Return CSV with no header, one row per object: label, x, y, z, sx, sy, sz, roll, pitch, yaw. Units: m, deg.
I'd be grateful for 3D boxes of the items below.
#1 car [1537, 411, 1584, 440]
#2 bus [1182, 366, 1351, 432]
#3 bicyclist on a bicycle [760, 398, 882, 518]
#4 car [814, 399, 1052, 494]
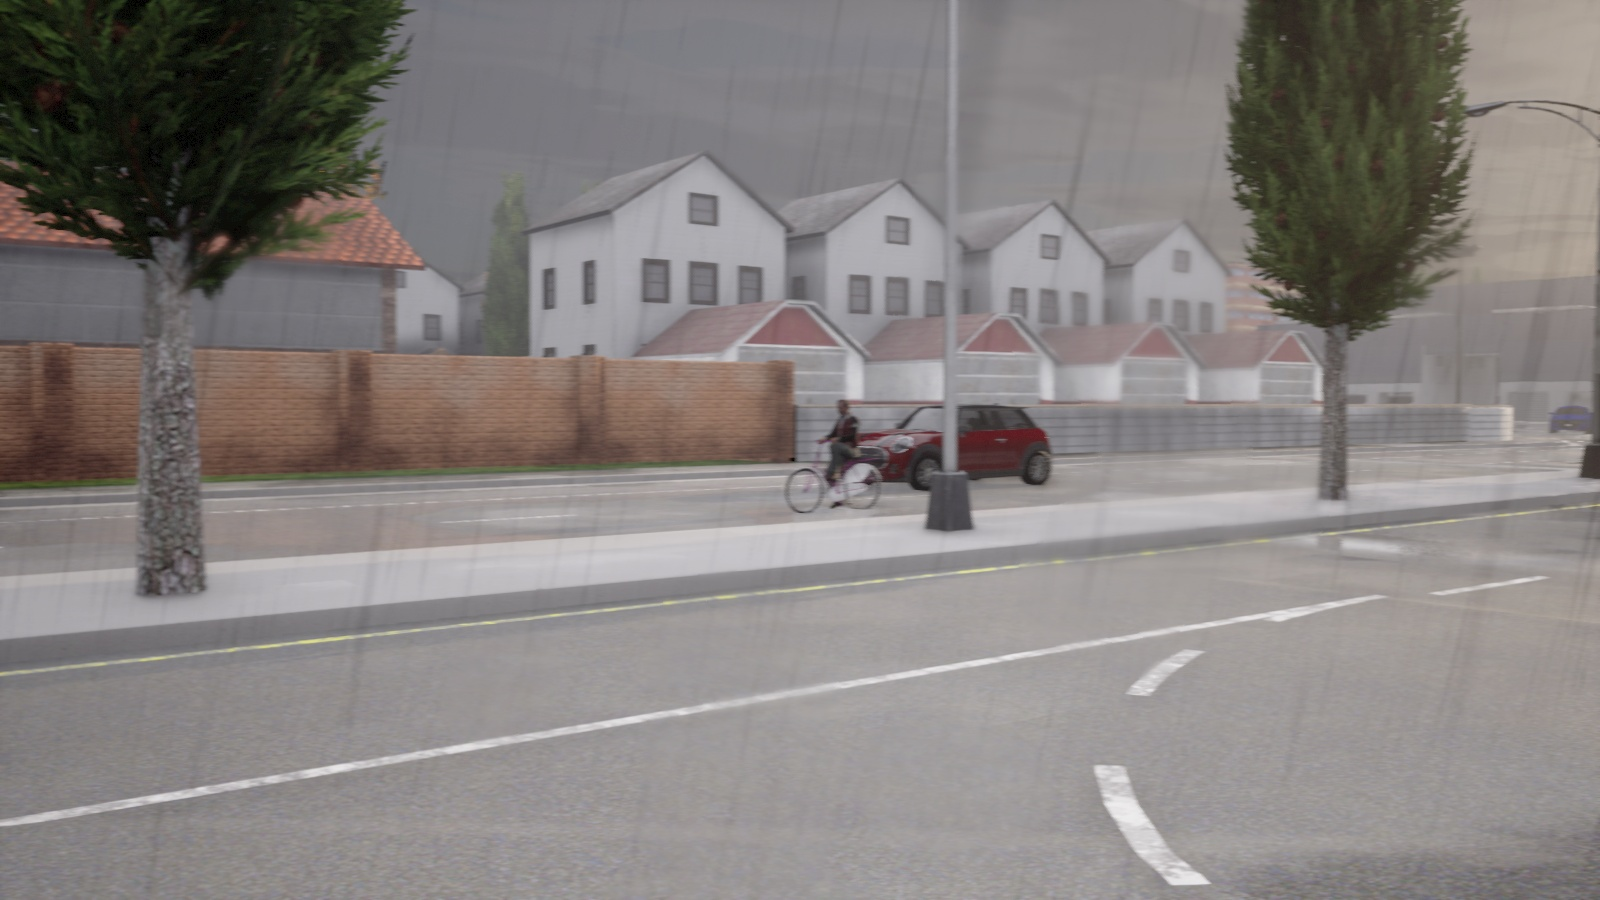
car,41.820,-1.365,69.014,1.882,1.535,5.008,2,3,35
bus,31.494,-3.470,85.435,3.944,4.253,10.273,-1,3,-35
bicyclist on a bicycle,0.332,0.100,19.465,1.843,1.776,0.659,-1,3,-36
car,2.743,-0.131,25.544,4.553,1.767,2.097,-1,3,-36
